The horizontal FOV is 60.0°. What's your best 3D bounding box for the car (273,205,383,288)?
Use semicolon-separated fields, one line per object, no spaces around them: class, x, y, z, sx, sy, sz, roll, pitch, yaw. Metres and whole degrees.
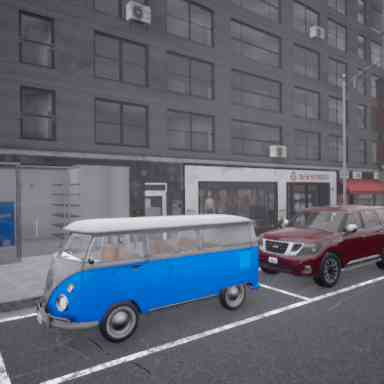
car;3.975;1.311;9.420;5.009;1.841;2.192;0;-1;-36

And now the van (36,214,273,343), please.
van;-0.559;1.340;6.157;3.998;1.788;1.690;0;-1;-36
